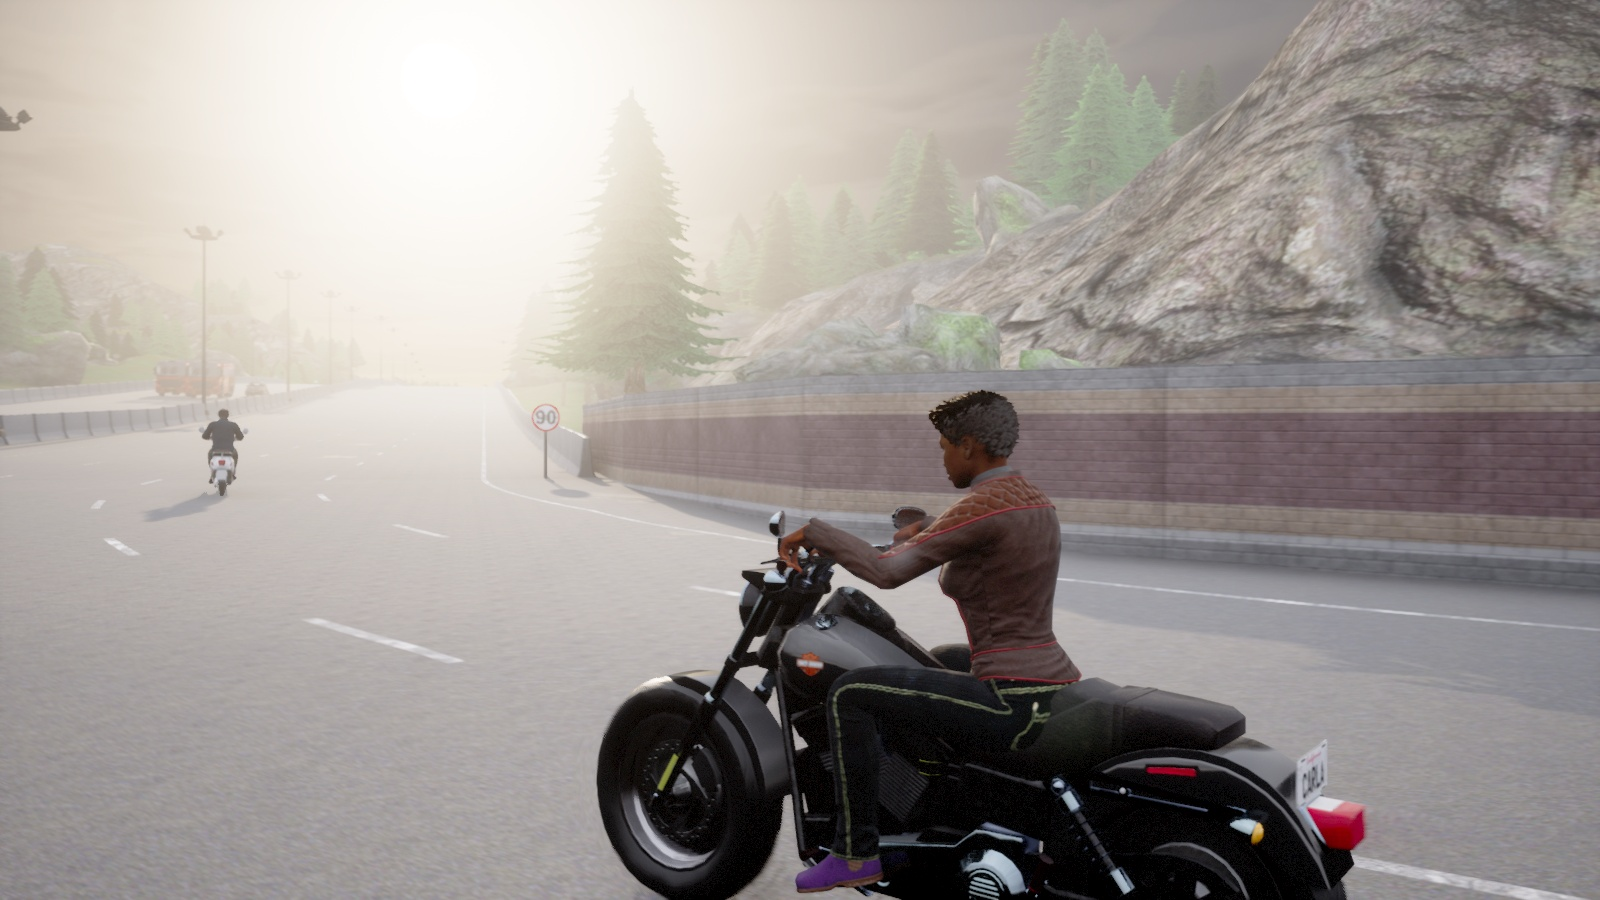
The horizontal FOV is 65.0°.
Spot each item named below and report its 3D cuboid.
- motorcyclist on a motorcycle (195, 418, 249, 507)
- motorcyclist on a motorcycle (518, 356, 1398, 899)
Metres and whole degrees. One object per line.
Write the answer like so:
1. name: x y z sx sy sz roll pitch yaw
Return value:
1. motorcyclist on a motorcycle: -10.758 0.211 23.414 0.866 1.590 1.817 0 1 -23
2. motorcyclist on a motorcycle: 0.307 0.638 3.502 2.350 1.649 0.766 0 0 36
